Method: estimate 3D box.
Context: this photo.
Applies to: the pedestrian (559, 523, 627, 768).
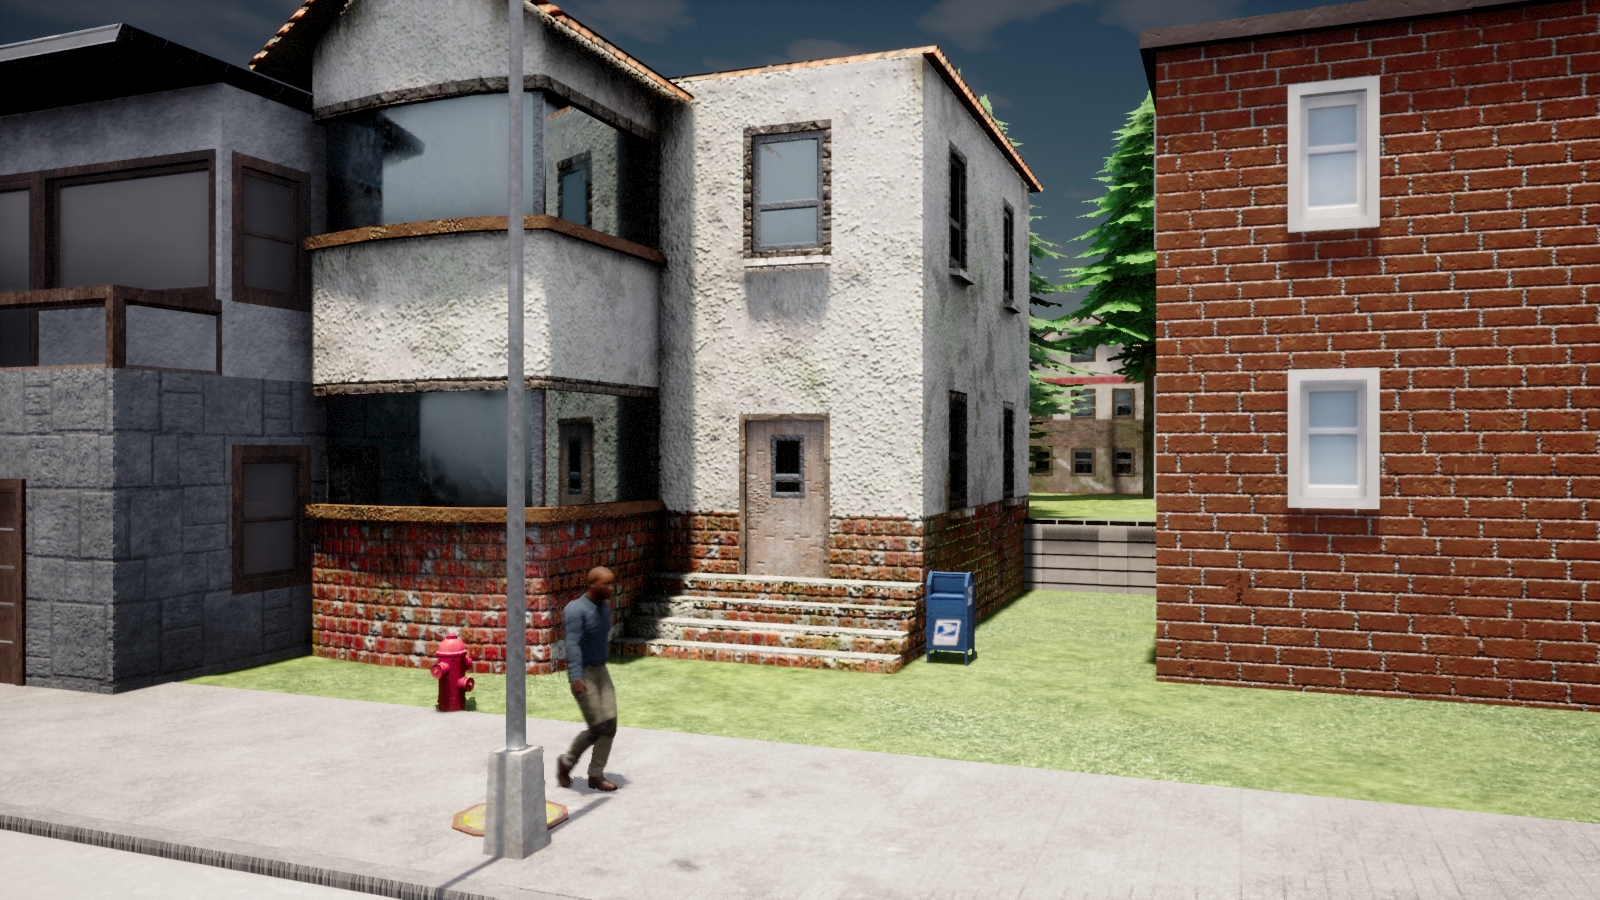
[{"bbox_3d":[-1.639,1.524,9.066,0.375,1.860,0.375,0,0,32],"label":"pedestrian"}]
